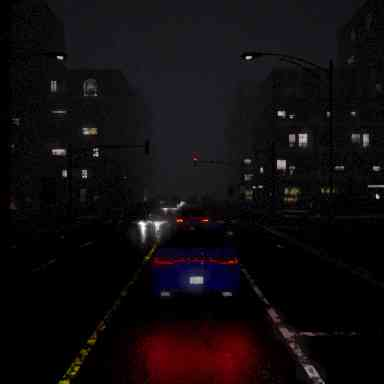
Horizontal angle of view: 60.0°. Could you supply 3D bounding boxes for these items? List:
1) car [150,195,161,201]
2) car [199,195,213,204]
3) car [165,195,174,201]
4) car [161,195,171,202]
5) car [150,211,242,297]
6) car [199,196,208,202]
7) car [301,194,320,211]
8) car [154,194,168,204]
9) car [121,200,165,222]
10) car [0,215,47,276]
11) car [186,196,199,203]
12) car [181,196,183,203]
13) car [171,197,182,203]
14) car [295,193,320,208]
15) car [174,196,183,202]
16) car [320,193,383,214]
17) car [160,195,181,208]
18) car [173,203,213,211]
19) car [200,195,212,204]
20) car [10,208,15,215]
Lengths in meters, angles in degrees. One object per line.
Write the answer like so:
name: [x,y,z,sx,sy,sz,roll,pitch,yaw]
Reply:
car: [-5.765,1.580,51.838,1.947,1.339,4.313,0,0,0]
car: [2.607,1.458,57.535,1.967,1.590,4.097,0,0,0]
car: [-5.814,1.480,85.934,1.967,1.590,4.097,0,0,0]
car: [-5.798,1.470,74.569,1.967,1.590,4.097,0,0,0]
car: [0.090,1.477,8.612,1.882,1.535,5.008,0,0,0]
car: [2.583,1.612,74.582,1.802,1.307,4.206,0,0,0]
car: [14.732,1.205,35.614,4.892,1.490,1.837,-1,0,-1]
car: [-5.782,1.336,63.203,2.192,1.841,5.009,0,0,0]
car: [-4.250,1.619,27.122,1.994,1.385,4.181,0,-1,-33]
car: [-5.755,1.582,9.815,1.802,1.307,4.206,0,0,0]
car: [0.013,1.512,62.461,2.128,1.511,4.902,0,0,0]
car: [-3.163,1.370,58.692,2.097,1.767,4.553,0,0,0]
car: [-3.109,1.626,68.201,1.895,1.301,4.718,0,0,0]
car: [14.505,1.014,38.183,5.009,1.841,2.192,-1,1,-1]
car: [-3.114,1.621,78.539,1.895,1.301,4.718,0,0,0]
car: [14.651,1.029,29.805,5.009,1.841,2.192,-1,1,-1]
car: [-3.151,1.560,49.210,2.033,1.411,5.357,0,0,-1]
car: [0.072,1.526,17.952,1.812,1.442,4.674,0,0,1]
car: [2.599,1.461,63.217,1.967,1.590,4.097,0,0,0]
car: [-19.758,1.820,32.063,5.008,1.535,1.882,-1,0,-1]
